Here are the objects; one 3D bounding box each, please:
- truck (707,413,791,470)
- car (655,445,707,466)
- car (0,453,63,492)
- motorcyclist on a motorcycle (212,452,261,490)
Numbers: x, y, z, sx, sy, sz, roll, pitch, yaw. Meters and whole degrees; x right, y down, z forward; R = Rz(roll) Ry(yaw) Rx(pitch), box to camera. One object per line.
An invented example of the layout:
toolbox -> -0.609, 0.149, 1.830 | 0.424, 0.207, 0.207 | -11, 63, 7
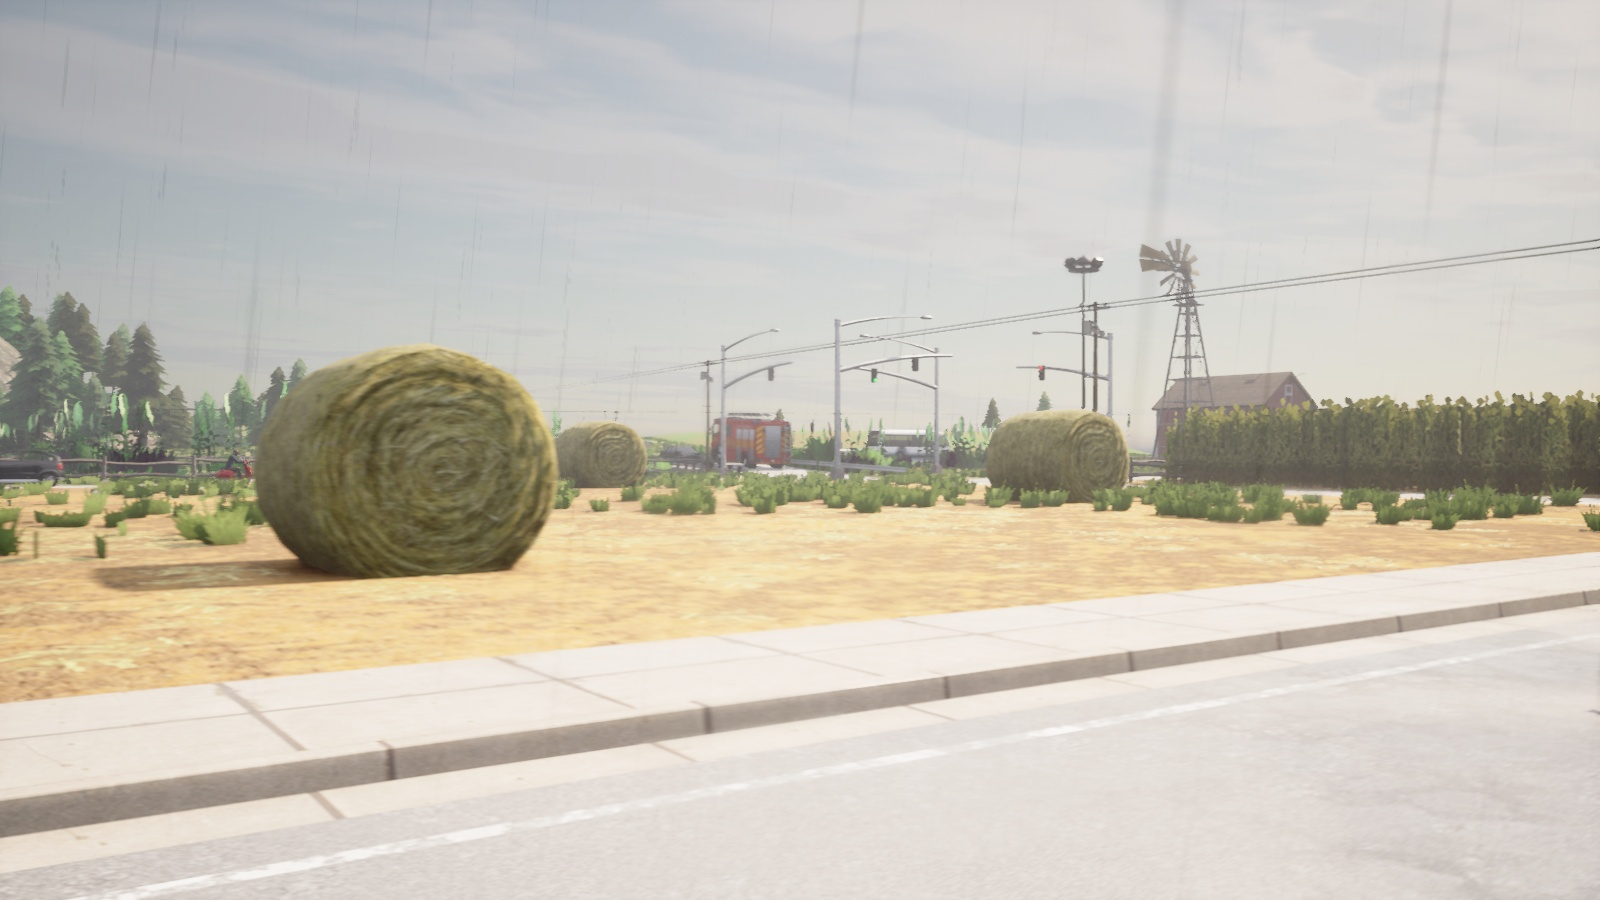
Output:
truck -> -3.803, -0.704, 90.823 | 2.891, 3.827, 8.468 | 0, 2, -26
car -> -8.859, 0.400, 93.238 | 2.033, 1.411, 5.357 | 0, 1, -27
car -> -32.544, 0.913, 51.794 | 3.705, 1.549, 1.789 | 0, 0, -31
motorcyclist on a motorcycle -> -23.782, 0.872, 52.986 | 1.817, 1.590, 0.866 | 0, 0, -31
